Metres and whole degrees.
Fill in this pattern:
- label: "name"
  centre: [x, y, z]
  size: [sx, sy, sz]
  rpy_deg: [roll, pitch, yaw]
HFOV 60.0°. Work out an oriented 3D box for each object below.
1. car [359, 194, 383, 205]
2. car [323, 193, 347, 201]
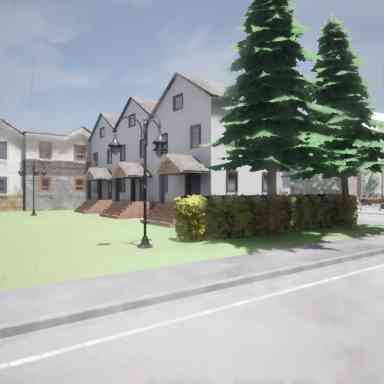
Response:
- label: "car"
  centre: [27.271, 1.097, 49.273]
  size: [1.932, 1.855, 4.605]
  rpy_deg: [0, 0, -36]
- label: "car"
  centre: [32.140, 1.097, 74.727]
  size: [1.932, 1.855, 4.605]
  rpy_deg: [0, 0, -36]
